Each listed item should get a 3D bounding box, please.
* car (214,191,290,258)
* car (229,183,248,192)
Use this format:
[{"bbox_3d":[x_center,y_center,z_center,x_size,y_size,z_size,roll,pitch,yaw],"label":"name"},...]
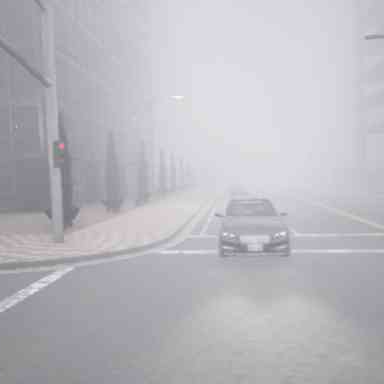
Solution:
[{"bbox_3d":[1.793,0.940,10.331,2.128,1.511,4.902,-2,3,7],"label":"car"},{"bbox_3d":[4.755,-0.214,34.157,1.895,1.301,4.718,-2,3,7],"label":"car"}]
